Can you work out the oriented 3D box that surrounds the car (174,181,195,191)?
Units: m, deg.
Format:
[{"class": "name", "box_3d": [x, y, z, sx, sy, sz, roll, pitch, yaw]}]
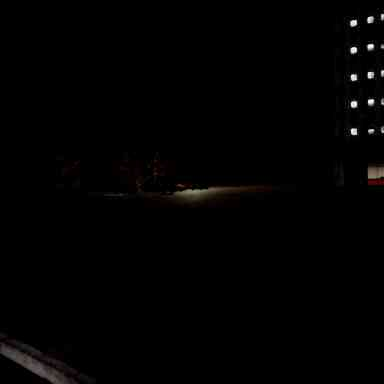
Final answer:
[{"class": "car", "box_3d": [-1.378, -1.205, 63.769, 2.097, 1.767, 4.553, 0, 2, 29]}]

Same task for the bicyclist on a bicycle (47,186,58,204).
[{"class": "bicyclist on a bicycle", "box_3d": [-12.699, 0.248, 30.290, 1.656, 1.620, 0.582, -1, 2, 33]}]

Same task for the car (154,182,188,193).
[{"class": "car", "box_3d": [-3.280, -0.596, 53.757, 2.033, 1.411, 5.357, 0, 2, 30]}]

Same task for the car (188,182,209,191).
[{"class": "car", "box_3d": [1.498, -0.969, 62.254, 1.895, 1.301, 4.718, 0, 2, 29]}]

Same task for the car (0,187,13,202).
[{"class": "car", "box_3d": [-22.009, 0.347, 35.987, 2.097, 1.767, 4.553, 0, 3, 33]}]

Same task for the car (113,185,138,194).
[{"class": "car", "box_3d": [-10.731, -0.445, 54.144, 1.812, 1.442, 4.674, 0, 2, 31]}]

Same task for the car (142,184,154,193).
[{"class": "car", "box_3d": [-6.059, -0.589, 55.445, 2.033, 1.411, 5.357, 0, 2, 30]}]
